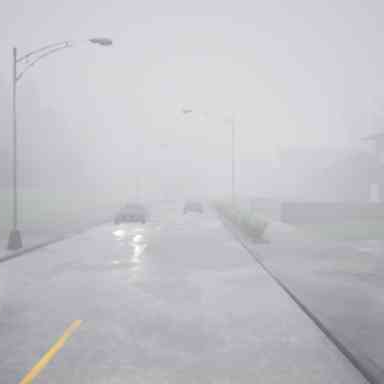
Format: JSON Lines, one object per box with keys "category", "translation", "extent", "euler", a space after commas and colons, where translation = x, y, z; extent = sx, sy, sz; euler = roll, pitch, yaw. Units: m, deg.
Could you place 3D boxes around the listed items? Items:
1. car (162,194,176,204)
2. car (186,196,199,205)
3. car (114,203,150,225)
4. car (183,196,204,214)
{"category": "car", "translation": [-3.999, 1.138, 58.349], "extent": [2.097, 1.767, 4.553], "euler": [0, 0, 1]}
{"category": "car", "translation": [0.115, 1.346, 54.719], "extent": [2.033, 1.411, 5.357], "euler": [0, 0, 2]}
{"category": "car", "translation": [-4.088, 1.478, 23.235], "extent": [1.994, 1.385, 4.181], "euler": [0, 0, 0]}
{"category": "car", "translation": [0.116, 1.400, 33.985], "extent": [1.812, 1.442, 4.674], "euler": [0, 0, 0]}
